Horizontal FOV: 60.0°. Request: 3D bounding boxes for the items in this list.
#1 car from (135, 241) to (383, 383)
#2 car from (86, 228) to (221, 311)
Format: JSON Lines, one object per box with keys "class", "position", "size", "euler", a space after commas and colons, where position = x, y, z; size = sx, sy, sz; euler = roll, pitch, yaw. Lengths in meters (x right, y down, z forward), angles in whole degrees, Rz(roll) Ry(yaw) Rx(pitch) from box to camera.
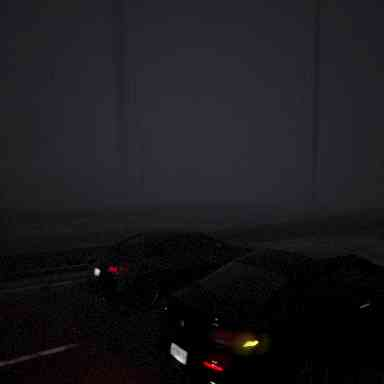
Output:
{"class": "car", "position": [1.758, 1.505, 4.771], "size": [4.674, 1.442, 1.812], "euler": [0, 0, -34]}
{"class": "car", "position": [-0.214, 1.529, 7.654], "size": [4.181, 1.385, 1.994], "euler": [0, 0, -34]}
